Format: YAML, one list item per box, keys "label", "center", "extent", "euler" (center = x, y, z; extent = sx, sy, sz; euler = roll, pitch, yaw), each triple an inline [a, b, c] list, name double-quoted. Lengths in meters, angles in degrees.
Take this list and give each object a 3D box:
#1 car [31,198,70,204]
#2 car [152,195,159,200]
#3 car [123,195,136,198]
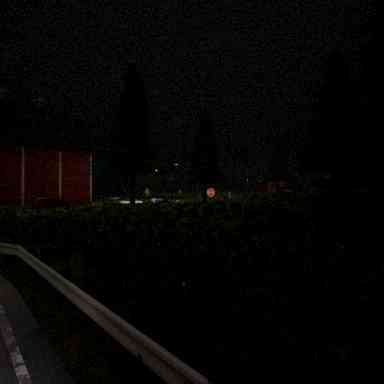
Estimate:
- label: "car"
  center: [-16.950, 1.504, 39.652]
  extent: [1.882, 1.535, 5.008]
  euler: [0, 0, 33]
- label: "car"
  center: [-5.115, 1.589, 51.196]
  extent: [1.994, 1.385, 4.181]
  euler: [0, 0, 33]
- label: "car"
  center: [-16.979, 1.530, 89.647]
  extent: [1.816, 1.474, 4.193]
  euler: [0, 0, 33]
